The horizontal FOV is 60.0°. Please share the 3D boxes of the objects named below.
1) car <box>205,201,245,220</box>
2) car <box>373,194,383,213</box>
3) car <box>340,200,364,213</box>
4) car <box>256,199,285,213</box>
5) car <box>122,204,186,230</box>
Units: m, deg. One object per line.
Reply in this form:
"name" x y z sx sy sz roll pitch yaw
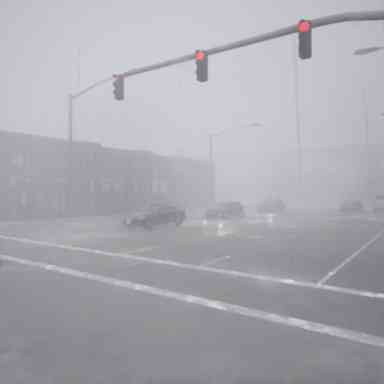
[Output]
"car" 2.966 1.546 29.116 1.837 1.490 4.892 0 0 36
"car" 21.224 1.234 36.144 2.150 2.045 5.566 0 -1 37
"car" 18.512 1.590 38.458 1.994 1.385 4.181 0 0 35
"car" 8.893 1.550 37.339 1.837 1.490 4.892 0 0 36
"car" -2.367 1.530 21.695 2.128 1.511 4.902 0 0 36
